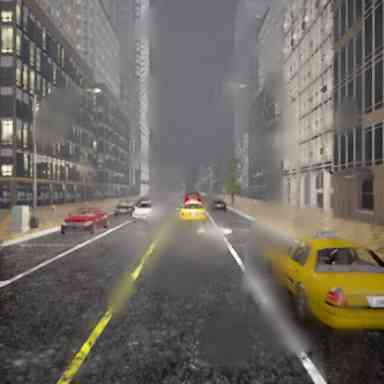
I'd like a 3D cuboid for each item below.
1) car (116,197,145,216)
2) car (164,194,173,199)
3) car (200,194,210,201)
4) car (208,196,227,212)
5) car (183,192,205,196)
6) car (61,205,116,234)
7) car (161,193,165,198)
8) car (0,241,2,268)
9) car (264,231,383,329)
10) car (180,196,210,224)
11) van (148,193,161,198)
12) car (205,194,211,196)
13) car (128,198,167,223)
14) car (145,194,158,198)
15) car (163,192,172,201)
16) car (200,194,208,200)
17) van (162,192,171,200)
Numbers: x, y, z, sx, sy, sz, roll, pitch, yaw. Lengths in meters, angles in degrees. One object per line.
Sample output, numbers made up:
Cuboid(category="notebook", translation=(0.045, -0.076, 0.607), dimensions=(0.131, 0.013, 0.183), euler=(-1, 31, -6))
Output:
Cuboid(category="car", translation=(-5.702, 1.384, 29.581), dimensions=(2.008, 1.369, 4.403), euler=(0, 0, 0))
Cuboid(category="car", translation=(-5.728, 1.086, 80.810), dimensions=(1.947, 1.339, 4.313), euler=(0, 0, 0))
Cuboid(category="car", translation=(2.659, 1.174, 69.415), dimensions=(1.802, 1.307, 4.206), euler=(0, 0, 0))
Cuboid(category="car", translation=(2.676, 1.366, 35.264), dimensions=(1.947, 1.339, 4.313), euler=(0, 0, 0))
Cuboid(category="car", translation=(0.083, 0.995, 39.993), dimensions=(2.150, 2.045, 5.566), euler=(0, 1, 0))
Cuboid(category="car", translation=(-5.696, 1.480, 18.195), dimensions=(1.802, 1.307, 4.206), euler=(0, 0, 0))
Cuboid(category="car", translation=(-5.713, 1.280, 52.350), dimensions=(1.802, 1.307, 4.206), euler=(0, 0, 0))
Cuboid(category="car", translation=(-5.691, 1.528, 6.813), dimensions=(1.947, 1.339, 4.313), euler=(0, 0, 0))
Cuboid(category="car", translation=(2.690, 1.487, 6.973), dimensions=(1.752, 1.417, 4.829), euler=(0, 0, 0))
Cuboid(category="car", translation=(0.089, 1.329, 23.422), dimensions=(1.801, 1.575, 5.366), euler=(0, 1, 0))
Cuboid(category="van", translation=(-5.710, 1.073, 46.656), dimensions=(1.690, 1.788, 3.998), euler=(0, 0, 0))
Cuboid(category="car", translation=(2.665, 1.103, 58.030), dimensions=(1.967, 1.590, 4.097), euler=(0, 0, 0))
Cuboid(category="car", translation=(-3.107, 1.390, 24.096), dimensions=(1.812, 1.442, 4.674), euler=(0, 0, 0))
Cuboid(category="car", translation=(-5.708, 1.311, 40.965), dimensions=(1.887, 1.381, 4.507), euler=(0, 0, 0))
Cuboid(category="car", translation=(-5.721, 1.032, 69.424), dimensions=(1.967, 1.590, 4.097), euler=(0, 0, 0))
Cuboid(category="car", translation=(2.656, 1.081, 75.277), dimensions=(1.752, 1.417, 4.829), euler=(0, 0, 0))
Cuboid(category="van", translation=(-5.723, 0.897, 75.117), dimensions=(1.690, 1.788, 3.998), euler=(0, 0, 0))
